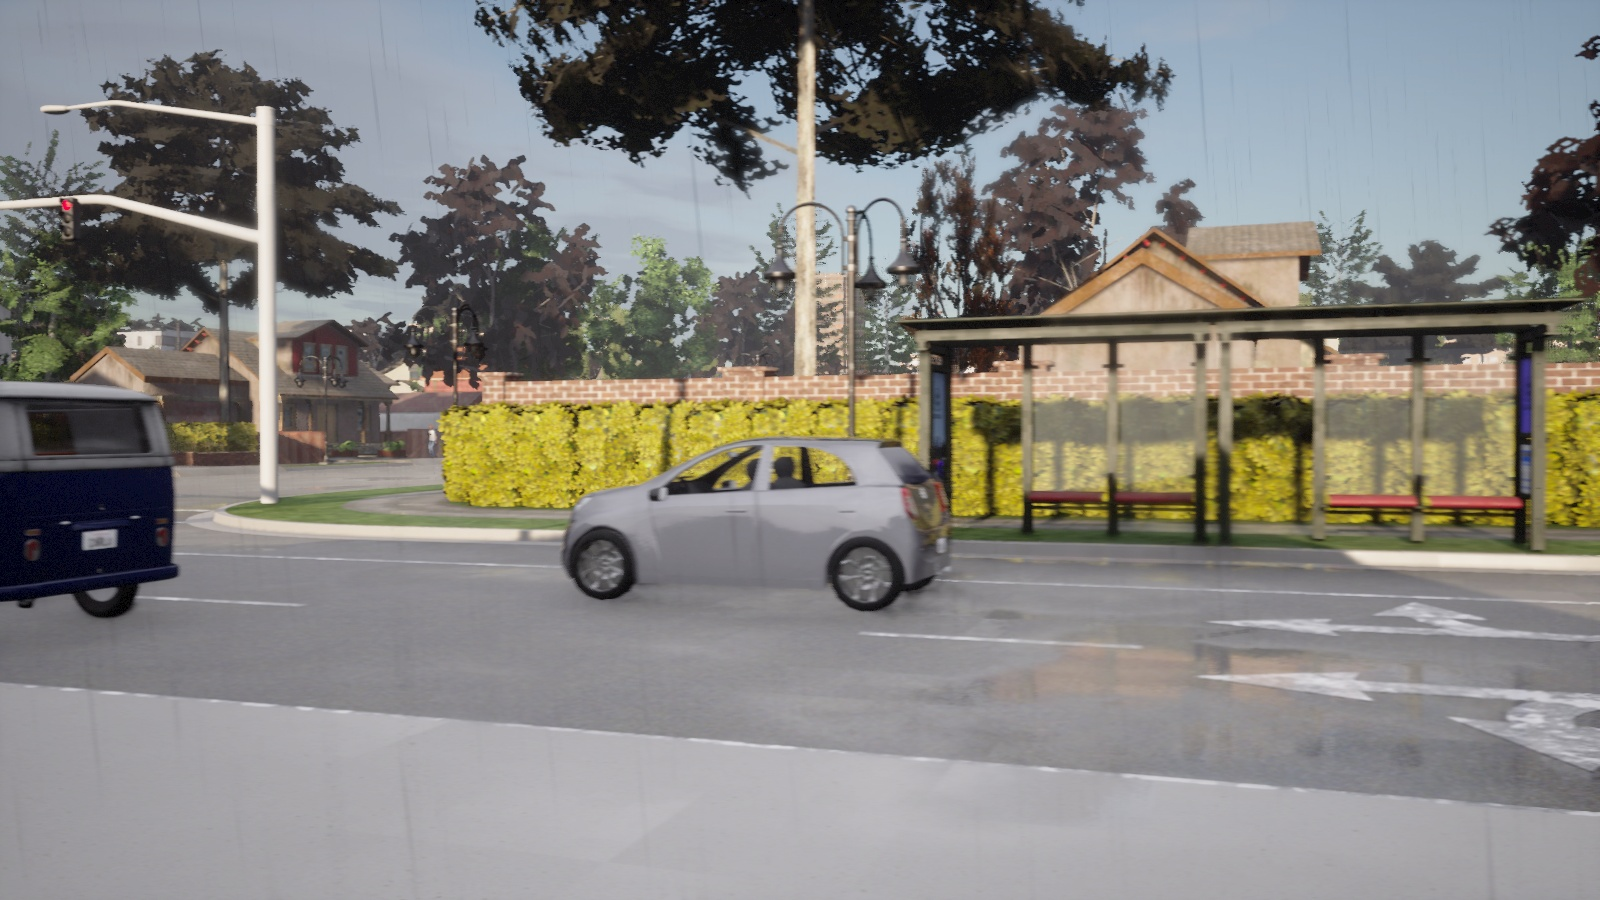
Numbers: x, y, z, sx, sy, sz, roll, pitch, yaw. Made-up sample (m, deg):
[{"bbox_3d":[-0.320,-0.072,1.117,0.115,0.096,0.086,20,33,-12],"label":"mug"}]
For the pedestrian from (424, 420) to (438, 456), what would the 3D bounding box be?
[{"bbox_3d":[-19.017,-0.618,64.754,0.354,1.836,0.706,0,1,17],"label":"pedestrian"}]

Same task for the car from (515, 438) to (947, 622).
[{"bbox_3d":[-0.603,0.649,11.839,3.633,1.501,1.845,1,1,19],"label":"car"}]

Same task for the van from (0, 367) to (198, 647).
[{"bbox_3d":[-7.474,0.382,10.456,4.442,1.987,1.775,0,1,19],"label":"van"}]
